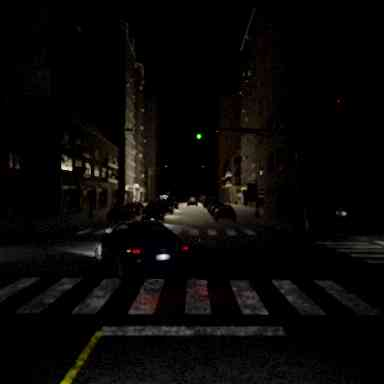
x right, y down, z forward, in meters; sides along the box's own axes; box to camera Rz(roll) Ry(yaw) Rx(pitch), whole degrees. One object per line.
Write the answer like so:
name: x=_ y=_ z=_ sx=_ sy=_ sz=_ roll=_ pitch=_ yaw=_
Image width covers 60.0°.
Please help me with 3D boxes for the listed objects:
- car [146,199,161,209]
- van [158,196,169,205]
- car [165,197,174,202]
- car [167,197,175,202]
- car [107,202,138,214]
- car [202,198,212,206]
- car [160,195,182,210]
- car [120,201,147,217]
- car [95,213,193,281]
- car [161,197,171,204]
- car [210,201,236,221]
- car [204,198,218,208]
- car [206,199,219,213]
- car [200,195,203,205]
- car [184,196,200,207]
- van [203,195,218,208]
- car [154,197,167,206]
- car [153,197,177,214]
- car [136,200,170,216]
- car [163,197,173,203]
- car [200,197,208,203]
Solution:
car: x=-5.786 y=1.794 z=50.520 sx=1.802 sy=1.307 sz=4.206 roll=1 pitch=0 yaw=0
van: x=-5.762 y=1.629 z=67.540 sx=1.690 sy=1.788 sz=3.998 roll=1 pitch=0 yaw=0
car: x=-5.743 y=1.930 z=84.557 sx=1.947 sy=1.339 sz=4.313 roll=1 pitch=0 yaw=0
car: x=-5.736 y=1.955 z=90.230 sx=1.947 sy=1.339 sz=4.313 roll=1 pitch=0 yaw=0
car: x=-5.815 y=1.660 z=27.829 sx=1.887 sy=1.381 sz=4.507 roll=1 pitch=0 yaw=0
car: x=2.754 y=1.844 z=61.848 sx=1.802 sy=1.307 sz=4.206 roll=1 pitch=0 yaw=0
car: x=-2.985 y=1.551 z=47.466 sx=2.097 sy=1.767 sz=4.553 roll=0 pitch=0 yaw=1
car: x=-5.807 y=1.684 z=33.502 sx=1.887 sy=1.381 sz=4.507 roll=1 pitch=0 yaw=0
car: x=-1.584 y=1.579 z=10.093 sx=1.994 sy=1.385 sz=4.181 roll=1 pitch=0 yaw=-25
car: x=-5.757 y=1.895 z=73.211 sx=1.802 sy=1.307 sz=4.206 roll=1 pitch=0 yaw=0
car: x=2.711 y=1.697 z=27.809 sx=1.802 sy=1.307 sz=4.206 roll=1 pitch=0 yaw=0
car: x=2.725 y=1.744 z=39.156 sx=1.802 sy=1.307 sz=4.206 roll=1 pitch=0 yaw=0
car: x=2.718 y=1.720 z=33.482 sx=1.802 sy=1.307 sz=4.206 roll=1 pitch=0 yaw=0
car: x=2.742 y=1.526 z=50.503 sx=2.192 sy=1.841 sz=5.009 roll=1 pitch=0 yaw=0
car: x=0.085 y=1.788 z=57.157 sx=2.033 sy=1.411 sz=5.357 roll=0 pitch=0 yaw=0
van: x=2.735 y=1.528 z=44.830 sx=1.690 sy=1.788 sz=3.998 roll=1 pitch=0 yaw=0
car: x=-5.770 y=1.702 z=61.866 sx=1.967 sy=1.590 sz=4.097 roll=1 pitch=0 yaw=0
car: x=-3.042 y=1.633 z=37.435 sx=1.882 sy=1.535 sz=5.008 roll=0 pitch=0 yaw=0
car: x=-3.108 y=1.661 z=27.470 sx=2.033 sy=1.411 sz=5.357 roll=0 pitch=0 yaw=-3
car: x=-5.750 y=1.889 z=78.884 sx=2.008 sy=1.369 sz=4.403 roll=1 pitch=0 yaw=0
car: x=2.776 y=1.864 z=79.039 sx=1.752 sy=1.417 sz=4.829 roll=1 pitch=0 yaw=0
